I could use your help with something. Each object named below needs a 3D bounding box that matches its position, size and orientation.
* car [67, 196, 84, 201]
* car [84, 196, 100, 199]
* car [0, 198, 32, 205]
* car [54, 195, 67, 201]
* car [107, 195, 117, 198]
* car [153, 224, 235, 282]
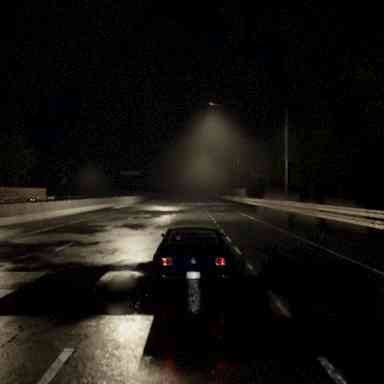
[{"bbox_3d":[-24.679,1.587,72.041,1.895,1.301,4.718,0,0,0],"label":"car"},{"bbox_3d":[-21.179,1.516,72.084,1.812,1.442,4.674,0,0,0],"label":"car"},{"bbox_3d":[-17.637,1.359,33.079,2.097,1.767,4.553,0,0,0],"label":"car"},{"bbox_3d":[-28.179,1.492,72.059,1.837,1.490,4.892,0,0,0],"label":"car"},{"bbox_3d":[-17.686,1.489,73.966,1.882,1.535,5.008,0,0,0],"label":"car"},{"bbox_3d":[0.016,1.599,9.754,1.895,1.301,4.718,0,0,-1],"label":"car"}]
